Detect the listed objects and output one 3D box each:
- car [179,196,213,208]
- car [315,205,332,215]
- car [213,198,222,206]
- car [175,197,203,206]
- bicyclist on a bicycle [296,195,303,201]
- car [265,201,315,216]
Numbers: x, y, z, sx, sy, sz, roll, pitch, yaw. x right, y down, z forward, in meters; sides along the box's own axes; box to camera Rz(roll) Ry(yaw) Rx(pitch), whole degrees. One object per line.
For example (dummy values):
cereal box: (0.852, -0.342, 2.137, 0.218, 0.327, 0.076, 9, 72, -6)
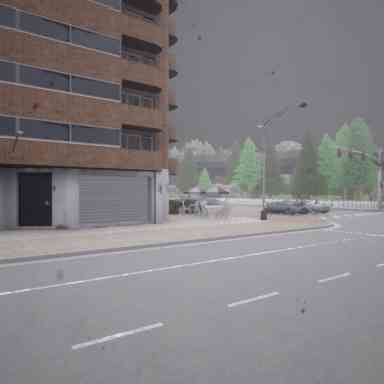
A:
car: (0.034, 1.296, 43.185, 2.097, 1.767, 4.553, 0, 0, -40)
car: (11.579, 1.545, 33.701, 1.895, 1.301, 4.718, 0, 0, -36)
car: (2.132, 1.437, 46.134, 2.128, 1.511, 4.902, 0, 0, -41)
car: (-0.505, 1.508, 54.009, 4.181, 1.385, 1.994, 0, 0, 39)
bicyclist on a bicycle: (15.323, 1.245, 47.313, 1.656, 1.620, 0.582, 0, 0, -36)
car: (8.899, 1.509, 31.311, 1.994, 1.385, 4.181, 0, 0, -35)
